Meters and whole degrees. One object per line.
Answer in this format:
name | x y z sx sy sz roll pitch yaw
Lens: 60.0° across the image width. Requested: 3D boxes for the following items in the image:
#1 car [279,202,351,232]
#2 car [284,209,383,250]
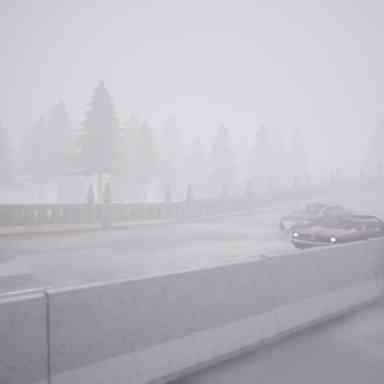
car | 6.604 1.339 17.453 4.902 1.511 2.128 -3 2 -36
car | 5.891 1.562 12.625 4.718 1.301 1.895 -2 1 -36
